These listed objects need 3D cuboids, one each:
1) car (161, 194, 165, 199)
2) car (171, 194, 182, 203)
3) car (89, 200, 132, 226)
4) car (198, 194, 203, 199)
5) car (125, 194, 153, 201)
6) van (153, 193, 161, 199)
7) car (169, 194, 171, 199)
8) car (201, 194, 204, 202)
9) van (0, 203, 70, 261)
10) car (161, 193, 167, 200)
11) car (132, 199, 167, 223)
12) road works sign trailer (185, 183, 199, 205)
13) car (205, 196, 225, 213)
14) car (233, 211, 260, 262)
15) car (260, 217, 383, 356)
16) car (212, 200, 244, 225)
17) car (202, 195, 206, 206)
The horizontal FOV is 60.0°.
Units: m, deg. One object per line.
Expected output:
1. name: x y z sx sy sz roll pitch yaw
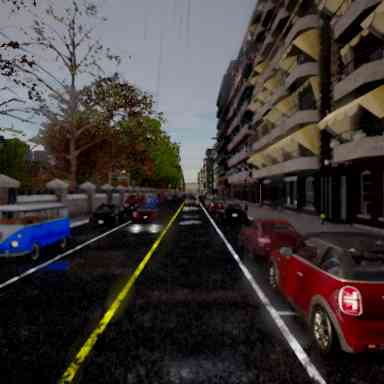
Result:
1. car: -5.694 1.409 51.081 1.802 1.307 4.206 0 0 0
2. car: -3.020 1.267 65.342 1.882 1.535 5.008 0 0 0
3. car: -5.692 1.480 22.931 1.947 1.339 4.313 0 0 0
4. car: 2.685 1.364 62.345 1.947 1.339 4.313 0 0 0
5. car: -5.693 1.191 34.190 2.192 1.841 5.009 0 0 0
6. van: -5.694 1.184 45.450 1.690 1.788 3.998 0 0 0
7. car: -5.695 1.113 62.343 2.192 1.841 5.009 0 0 0
8. car: 2.686 1.409 51.083 1.802 1.307 4.206 0 0 0
9. van: -5.692 1.296 11.669 1.690 1.788 3.998 0 0 0
10. car: -5.695 1.357 56.712 1.887 1.381 4.507 0 0 0
11. car: -3.101 1.474 24.142 1.994 1.385 4.181 0 0 0
12. road works sign trailer: -0.004 0.284 54.101 2.380 3.560 2.880 0 0 0
13. car: 2.687 1.316 34.191 1.967 1.590 4.097 0 0 0
14. car: 2.689 1.537 11.671 1.802 1.307 4.206 0 0 0
15. car: 2.689 1.417 6.040 1.967 1.590 4.097 0 0 0
16. car: 2.688 1.480 22.932 1.947 1.339 4.313 0 0 0
17. car: 2.687 1.368 45.622 1.752 1.417 4.829 0 0 0
